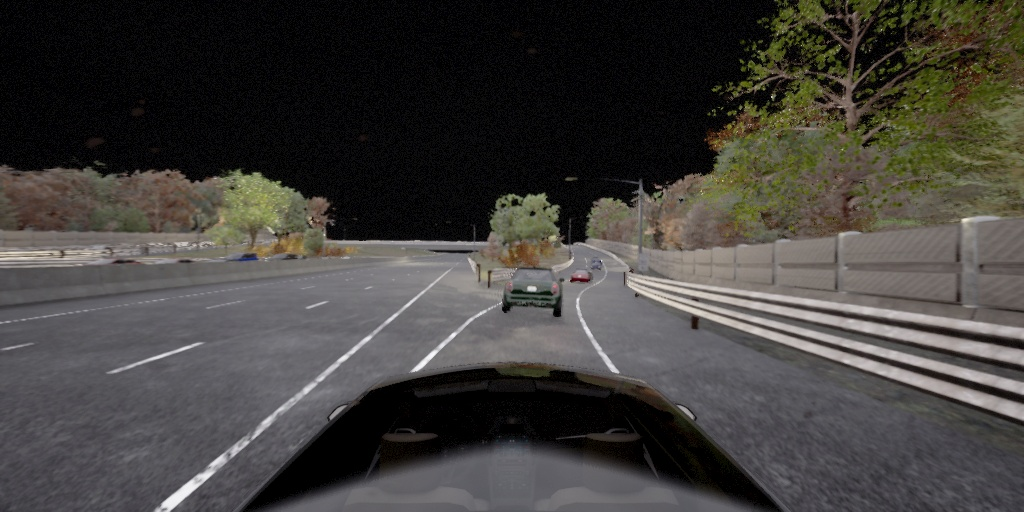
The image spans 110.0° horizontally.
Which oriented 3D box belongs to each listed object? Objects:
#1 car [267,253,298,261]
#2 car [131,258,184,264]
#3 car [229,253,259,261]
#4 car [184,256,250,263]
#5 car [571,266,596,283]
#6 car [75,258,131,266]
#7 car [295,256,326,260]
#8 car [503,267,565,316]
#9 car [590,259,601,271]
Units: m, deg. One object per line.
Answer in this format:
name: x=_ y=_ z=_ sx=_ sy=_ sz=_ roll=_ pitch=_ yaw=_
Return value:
car: x=-31.452 y=0.671 z=49.316 sx=2.150 sy=2.045 sz=5.566 roll=1 pitch=0 yaw=-7
car: x=-29.205 y=0.945 z=30.849 sx=1.882 sy=1.535 sz=5.008 roll=1 pitch=0 yaw=-7
car: x=-34.516 y=0.638 z=45.467 sx=2.150 sy=2.045 sz=5.566 roll=1 pitch=1 yaw=-7
car: x=-25.771 y=1.005 z=31.586 sx=1.837 sy=1.490 sz=4.892 roll=1 pitch=0 yaw=-7
car: x=7.472 y=2.054 z=38.161 sx=1.994 sy=1.385 sz=4.181 roll=1 pitch=0 yaw=18
car: x=-32.511 y=0.914 z=29.043 sx=1.882 sy=1.535 sz=5.008 roll=1 pitch=0 yaw=-7
car: x=-28.056 y=1.046 z=50.328 sx=1.994 sy=1.385 sz=4.181 roll=1 pitch=0 yaw=-7
car: x=1.006 y=1.240 z=14.397 sx=2.097 sy=1.767 sz=4.553 roll=2 pitch=-2 yaw=9
car: x=14.515 y=1.790 z=62.191 sx=1.895 sy=1.301 sz=4.718 roll=1 pitch=2 yaw=13
